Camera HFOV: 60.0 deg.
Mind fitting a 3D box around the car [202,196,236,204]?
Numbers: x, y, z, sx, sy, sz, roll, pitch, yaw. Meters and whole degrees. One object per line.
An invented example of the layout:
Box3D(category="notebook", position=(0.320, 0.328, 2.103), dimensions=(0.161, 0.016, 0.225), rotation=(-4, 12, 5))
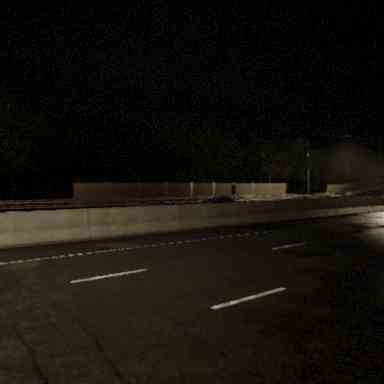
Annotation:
Box3D(category="car", position=(3.313, 1.215, 40.693), dimensions=(4.674, 1.442, 1.812), rotation=(-1, 0, -35))

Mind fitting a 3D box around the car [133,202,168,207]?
Box3D(category="car", position=(-3.036, 1.416, 23.316), dimensions=(5.357, 1.411, 2.033), rotation=(-1, 0, -35))
